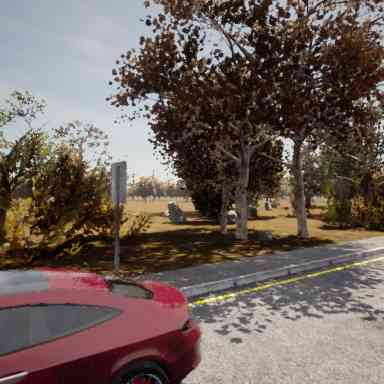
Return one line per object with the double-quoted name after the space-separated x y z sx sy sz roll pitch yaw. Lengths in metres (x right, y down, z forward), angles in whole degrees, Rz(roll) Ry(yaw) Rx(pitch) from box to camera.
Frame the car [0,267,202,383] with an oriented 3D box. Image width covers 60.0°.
-2.042 1.526 2.963 4.674 1.442 1.812 0 0 -36 "car"
